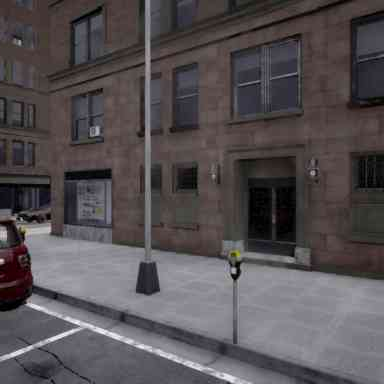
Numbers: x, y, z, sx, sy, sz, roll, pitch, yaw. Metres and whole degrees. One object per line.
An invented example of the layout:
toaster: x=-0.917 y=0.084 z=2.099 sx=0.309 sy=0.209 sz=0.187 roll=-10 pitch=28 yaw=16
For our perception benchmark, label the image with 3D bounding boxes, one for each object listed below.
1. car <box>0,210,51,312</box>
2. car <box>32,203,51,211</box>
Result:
car: x=-5.082 y=1.315 z=6.423 sx=5.009 sy=1.841 sz=2.192 roll=0 pitch=0 yaw=35
car: x=-10.254 y=1.503 z=25.184 sx=2.033 sy=1.411 sz=5.357 roll=0 pitch=0 yaw=36
